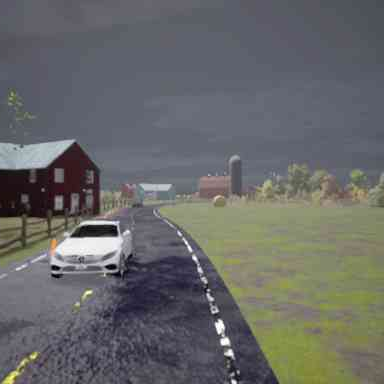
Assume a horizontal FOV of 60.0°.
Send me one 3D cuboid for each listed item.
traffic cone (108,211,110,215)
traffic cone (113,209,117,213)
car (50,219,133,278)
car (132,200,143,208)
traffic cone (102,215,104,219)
[{"bbox_3d":[-8.318,2.253,32.095,0.340,0.580,0.340,0,-1,-12],"label":"traffic cone"},{"bbox_3d":[-10.034,2.349,42.116,0.340,0.580,0.340,0,-1,-8],"label":"traffic cone"},{"bbox_3d":[-2.940,1.622,10.614,1.812,1.442,4.674,0,-1,-5],"label":"car"},{"bbox_3d":[-10.098,2.133,61.630,2.033,1.411,5.357,0,-1,-7],"label":"car"},{"bbox_3d":[-7.304,2.206,27.228,0.340,0.580,0.340,0,-1,-11],"label":"traffic cone"}]
